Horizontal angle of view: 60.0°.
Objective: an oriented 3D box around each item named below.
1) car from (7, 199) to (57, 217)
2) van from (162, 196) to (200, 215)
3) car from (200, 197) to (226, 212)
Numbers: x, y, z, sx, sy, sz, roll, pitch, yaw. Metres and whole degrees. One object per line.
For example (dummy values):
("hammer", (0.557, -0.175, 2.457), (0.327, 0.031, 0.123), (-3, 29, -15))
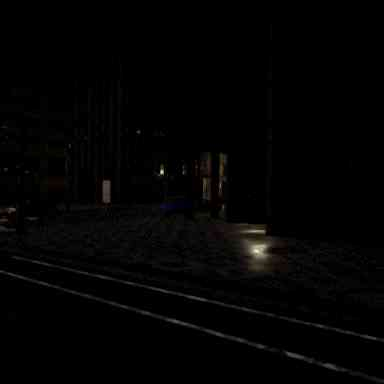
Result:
("car", (-14.609, 1.338, 30.479), (1.967, 1.590, 4.097), (1, 1, 36))
("van", (-1.326, 1.350, 34.314), (1.690, 1.788, 3.998), (1, 1, 36))
("car", (1.856, 1.584, 38.729), (1.802, 1.307, 4.206), (1, 1, 36))
